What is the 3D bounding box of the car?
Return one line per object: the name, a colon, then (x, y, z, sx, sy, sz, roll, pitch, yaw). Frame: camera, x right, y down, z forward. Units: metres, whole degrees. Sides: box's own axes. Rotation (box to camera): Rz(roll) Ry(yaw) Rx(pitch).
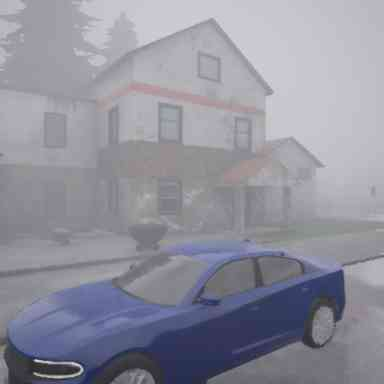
car: (0.194, 1.494, 4.749, 5.008, 1.535, 1.882, 0, 0, -36)
